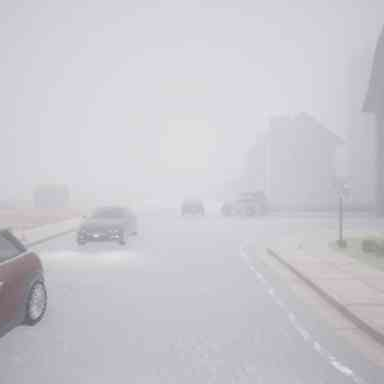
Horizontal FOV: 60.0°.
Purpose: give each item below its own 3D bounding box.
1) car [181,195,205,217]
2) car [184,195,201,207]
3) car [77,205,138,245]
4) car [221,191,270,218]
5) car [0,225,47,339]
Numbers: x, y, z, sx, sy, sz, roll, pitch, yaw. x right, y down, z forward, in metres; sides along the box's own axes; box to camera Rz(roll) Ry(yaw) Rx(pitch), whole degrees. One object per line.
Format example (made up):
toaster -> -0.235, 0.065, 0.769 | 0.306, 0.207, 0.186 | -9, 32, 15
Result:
car -> 0.078, 1.210, 28.217 | 1.882, 1.535, 5.008 | 0, 0, 0
car -> 0.091, 1.153, 43.726 | 2.033, 1.411, 5.357 | 0, 1, 0
car -> -3.585, 1.367, 14.832 | 1.837, 1.490, 4.892 | 0, 1, 0
car -> 4.170, 0.923, 26.188 | 1.905, 1.878, 3.866 | -8, 4, -42
car -> -3.592, 1.315, 3.920 | 2.097, 1.767, 4.553 | 0, 1, 0
